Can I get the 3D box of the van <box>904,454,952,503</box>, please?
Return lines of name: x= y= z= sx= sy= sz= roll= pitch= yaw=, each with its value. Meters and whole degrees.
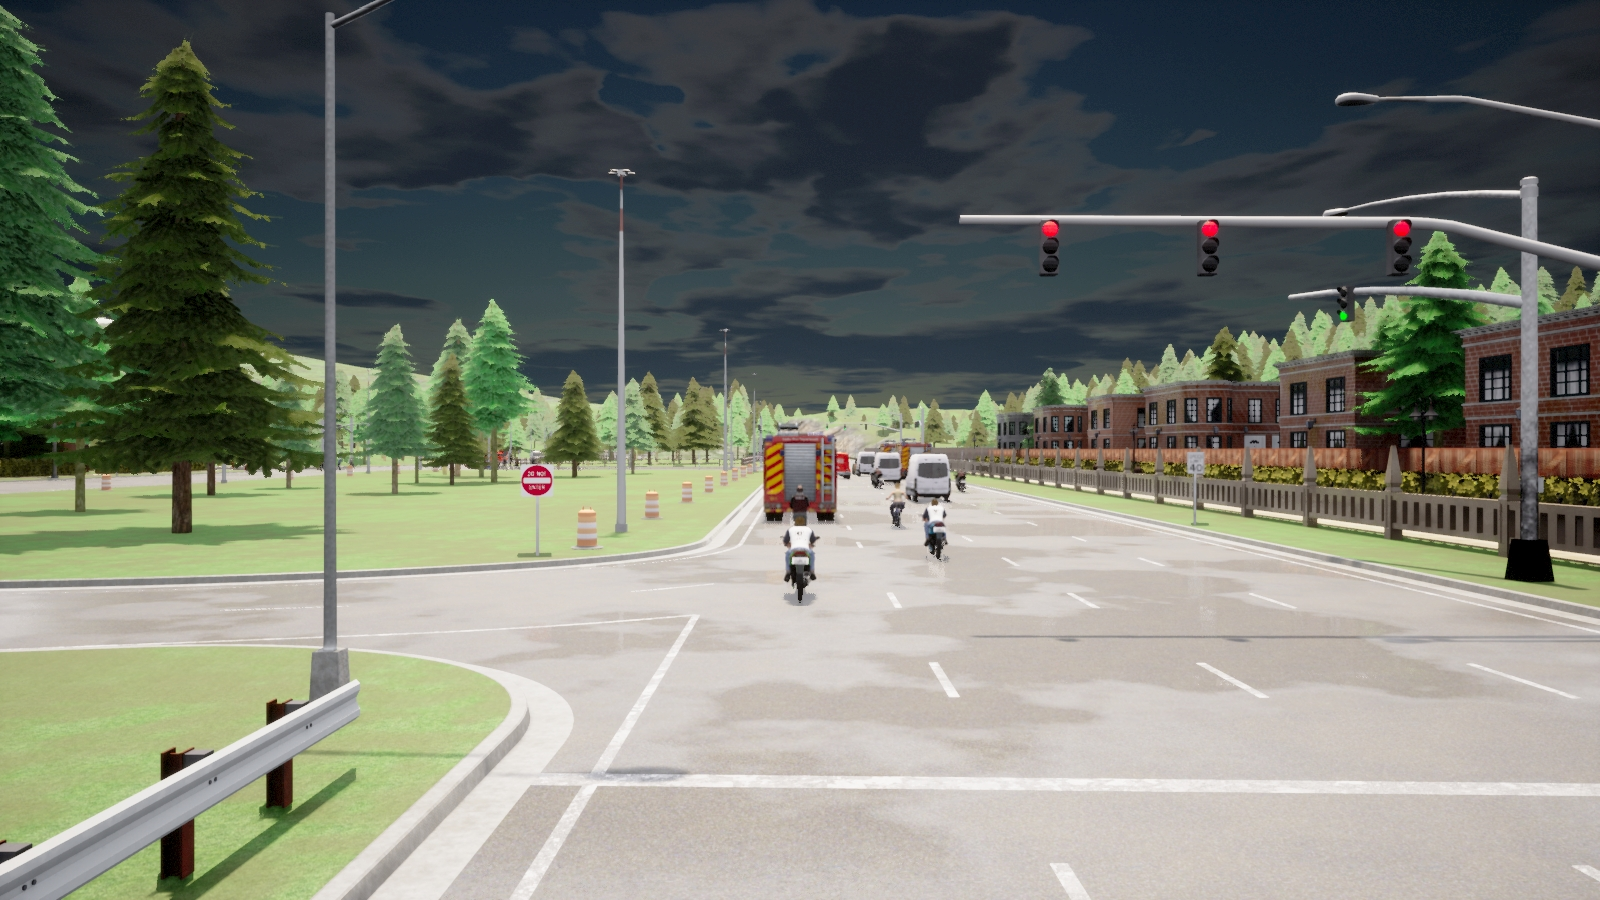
van: x=6.994 y=1.504 z=63.029 sx=1.988 sy=2.561 sz=5.915 roll=0 pitch=0 yaw=0

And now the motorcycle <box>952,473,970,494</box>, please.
motorcycle: x=10.497 y=2.170 z=74.434 sx=0.867 sy=1.251 sz=2.209 roll=0 pitch=0 yaw=0

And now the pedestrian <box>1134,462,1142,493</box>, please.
pedestrian: x=20.272 y=1.666 z=68.511 sx=0.375 sy=1.860 sz=0.375 roll=0 pitch=0 yaw=0

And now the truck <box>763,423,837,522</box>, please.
truck: x=-0.006 y=0.868 z=48.535 sx=2.891 sy=3.827 sz=8.468 roll=0 pitch=0 yaw=0

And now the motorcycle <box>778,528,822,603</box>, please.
motorcycle: x=-0.001 y=2.176 z=21.790 sx=0.803 sy=1.199 sz=2.033 roll=0 pitch=1 yaw=0

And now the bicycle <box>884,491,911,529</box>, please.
bicycle: x=3.498 y=2.138 z=41.034 sx=0.859 sy=1.277 sz=1.487 roll=0 pitch=0 yaw=0

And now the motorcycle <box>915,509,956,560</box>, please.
motorcycle: x=3.499 y=2.171 z=29.625 sx=0.803 sy=1.199 sz=2.033 roll=0 pitch=0 yaw=0

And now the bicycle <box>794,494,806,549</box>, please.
bicycle: x=-0.008 y=2.044 z=33.112 sx=0.329 sy=1.471 sz=1.835 roll=0 pitch=0 yaw=0
